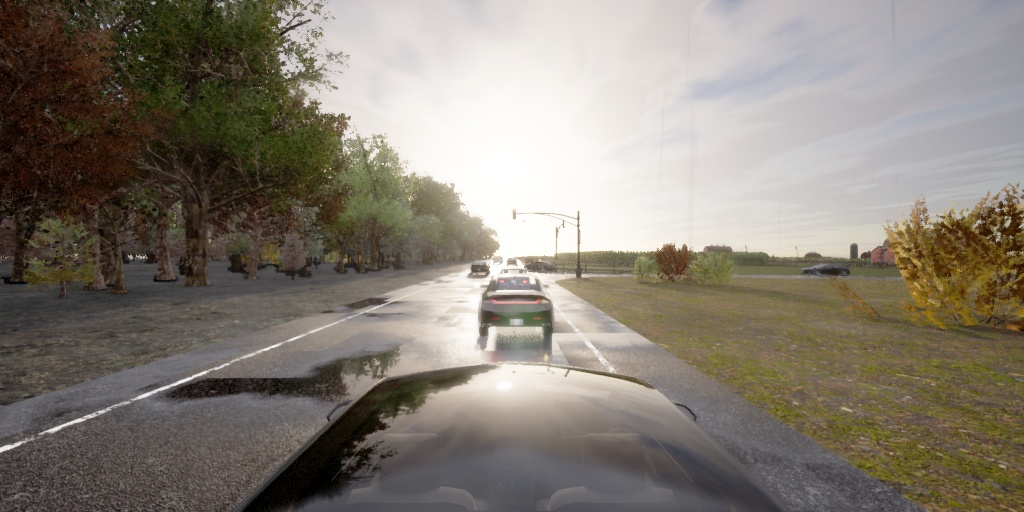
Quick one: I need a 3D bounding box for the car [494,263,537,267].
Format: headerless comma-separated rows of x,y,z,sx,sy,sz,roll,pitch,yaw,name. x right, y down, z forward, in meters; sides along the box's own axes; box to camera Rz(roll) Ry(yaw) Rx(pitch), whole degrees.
0.076,1.302,20.060,2.033,1.411,5.357,0,0,0,car

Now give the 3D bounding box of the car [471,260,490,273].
-3.451,1.234,39.901,1.882,1.535,5.008,0,0,0,car

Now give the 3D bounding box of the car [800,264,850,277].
37.436,1.694,42.945,5.008,1.535,1.882,1,-1,0,car

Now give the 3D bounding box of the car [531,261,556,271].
3.546,1.335,47.243,4.892,1.490,1.837,4,4,43,car

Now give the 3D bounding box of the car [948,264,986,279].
48.857,1.882,39.292,4.718,1.301,1.895,1,-1,1,car

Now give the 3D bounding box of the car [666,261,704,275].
20.941,1.388,43.004,4.553,1.767,2.097,1,-1,0,car

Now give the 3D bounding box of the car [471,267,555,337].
0.090,1.244,10.319,2.128,1.511,4.902,0,0,0,car
